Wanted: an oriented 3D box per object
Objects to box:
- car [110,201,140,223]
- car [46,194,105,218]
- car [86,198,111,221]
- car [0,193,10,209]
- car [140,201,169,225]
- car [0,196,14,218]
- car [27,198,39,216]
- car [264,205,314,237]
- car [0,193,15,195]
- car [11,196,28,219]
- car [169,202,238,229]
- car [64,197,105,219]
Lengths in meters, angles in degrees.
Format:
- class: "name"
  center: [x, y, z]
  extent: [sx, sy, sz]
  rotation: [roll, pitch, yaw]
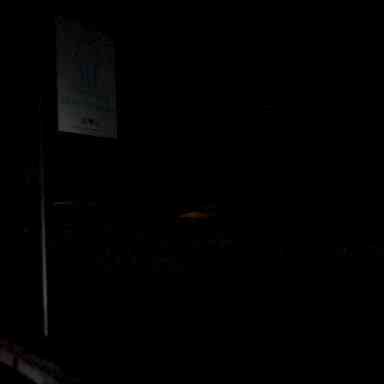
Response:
- class: "car"
  center: [-3.314, 1.472, 25.048]
  extent: [2.231, 1.521, 4.892]
  rotation: [0, 0, 35]
- class: "car"
  center: [-10.122, 1.211, 29.844]
  extent: [2.435, 2.045, 5.566]
  rotation: [0, 0, 35]
- class: "car"
  center: [-5.577, 1.468, 26.655]
  extent: [2.097, 1.535, 5.008]
  rotation: [0, 0, 35]
- class: "car"
  center: [-25.928, 1.133, 41.152]
  extent: [2.435, 2.045, 5.566]
  rotation: [1, 0, 35]
- class: "car"
  center: [-1.040, 1.504, 23.458]
  extent: [2.163, 1.488, 4.792]
  rotation: [0, 0, 35]
- class: "car"
  center: [-16.787, 1.443, 34.845]
  extent: [1.946, 1.575, 5.366]
  rotation: [0, 0, 35]
- class: "car"
  center: [-12.370, 1.461, 31.471]
  extent: [2.231, 1.521, 4.892]
  rotation: [0, 0, 35]
- class: "car"
  center: [5.714, 1.512, 18.586]
  extent: [2.163, 1.488, 4.792]
  rotation: [0, 0, 35]
- class: "car"
  center: [-23.698, 1.152, 39.497]
  extent: [2.435, 2.045, 5.566]
  rotation: [0, 0, 35]
- class: "car"
  center: [-14.634, 1.454, 33.081]
  extent: [2.097, 1.535, 5.008]
  rotation: [0, 0, 35]
- class: "car"
  center: [1.098, 1.474, 21.675]
  extent: [1.946, 1.575, 5.366]
  rotation: [0, 0, 35]
- class: "car"
  center: [-7.840, 1.465, 28.264]
  extent: [2.097, 1.535, 5.008]
  rotation: [0, 0, 35]
